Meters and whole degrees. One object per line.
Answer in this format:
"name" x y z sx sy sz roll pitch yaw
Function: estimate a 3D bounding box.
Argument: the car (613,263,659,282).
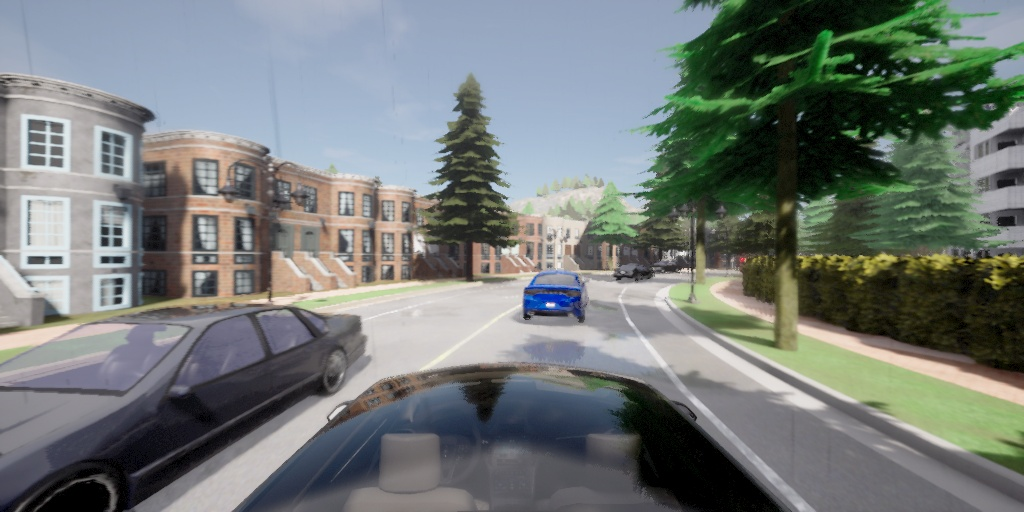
"car" 10.330 1.371 30.309 2.033 1.411 5.357 0 0 39

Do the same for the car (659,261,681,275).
"car" 17.942 1.369 42.337 4.902 1.511 2.128 0 0 -34

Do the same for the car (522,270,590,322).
"car" 1.653 1.240 12.572 1.882 1.535 5.008 0 0 13

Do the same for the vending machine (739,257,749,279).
"vending machine" 22.962 1.107 35.165 0.880 2.100 1.100 0 0 -35

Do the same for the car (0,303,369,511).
"car" -3.473 1.273 3.843 2.033 1.411 5.357 0 0 3
